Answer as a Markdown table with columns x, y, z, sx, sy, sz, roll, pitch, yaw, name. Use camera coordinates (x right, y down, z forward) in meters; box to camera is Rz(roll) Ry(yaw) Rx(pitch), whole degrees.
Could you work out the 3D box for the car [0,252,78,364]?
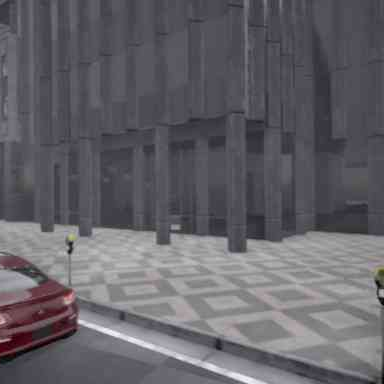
| x | y | z | sx | sy | sz | roll | pitch | yaw | name |
| --- | --- | --- | --- | --- | --- | --- | --- | --- | --- |
| -3.569 | 1.650 | 5.392 | 4.206 | 1.307 | 1.802 | -1 | 0 | 35 | car |
